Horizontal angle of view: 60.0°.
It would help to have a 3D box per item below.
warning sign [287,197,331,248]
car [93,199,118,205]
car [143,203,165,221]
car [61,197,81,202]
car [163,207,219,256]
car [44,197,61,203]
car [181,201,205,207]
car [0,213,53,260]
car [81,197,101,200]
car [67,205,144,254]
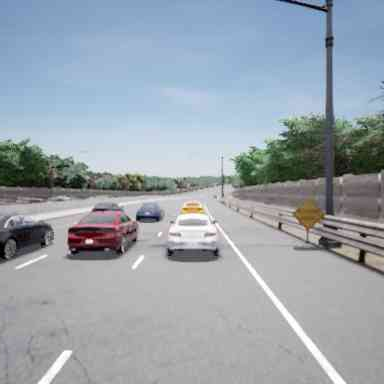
[{"bbox_3d":[4.576,1.159,13.112,1.300,1.860,1.060,2,2,0],"label":"warning sign"},{"bbox_3d":[-6.942,1.577,27.605,1.837,1.490,4.892,0,0,1],"label":"car"},{"bbox_3d":[-3.438,1.636,27.841,1.994,1.385,4.181,0,0,1],"label":"car"},{"bbox_3d":[-20.522,1.640,58.084,1.812,1.442,4.674,0,0,2],"label":"car"},{"bbox_3d":[0.048,1.568,13.277,1.812,1.442,4.674,0,0,1],"label":"car"},{"bbox_3d":[-24.016,1.606,58.189,2.128,1.511,4.902,0,0,2],"label":"car"},{"bbox_3d":[0.074,1.550,28.780,1.882,1.535,5.008,0,0,1],"label":"car"},{"bbox_3d":[-6.958,1.532,12.554,2.128,1.511,4.902,0,0,0],"label":"car"},{"bbox_3d":[-17.031,1.610,57.949,2.128,1.511,4.902,0,0,2],"label":"car"},{"bbox_3d":[-3.449,1.521,13.719,1.882,1.535,5.008,0,0,1],"label":"car"}]
